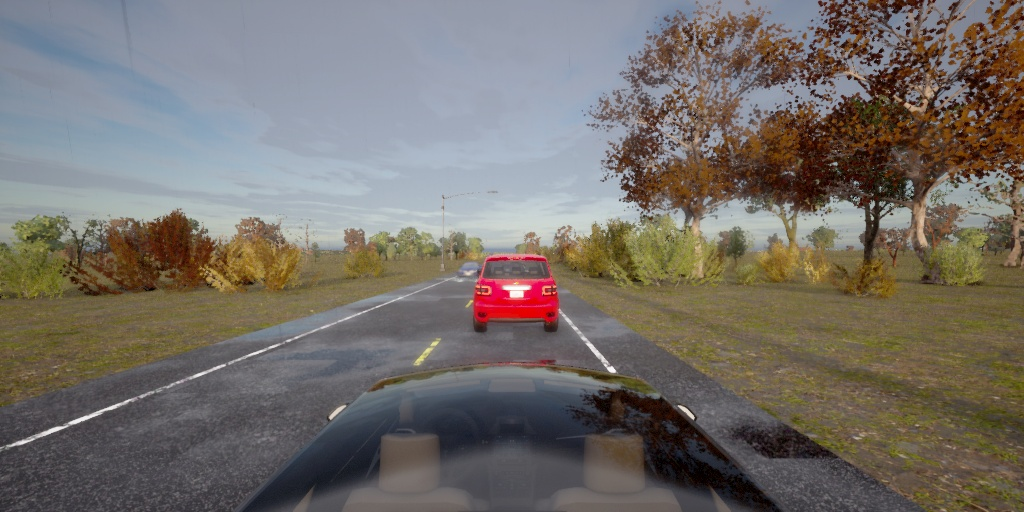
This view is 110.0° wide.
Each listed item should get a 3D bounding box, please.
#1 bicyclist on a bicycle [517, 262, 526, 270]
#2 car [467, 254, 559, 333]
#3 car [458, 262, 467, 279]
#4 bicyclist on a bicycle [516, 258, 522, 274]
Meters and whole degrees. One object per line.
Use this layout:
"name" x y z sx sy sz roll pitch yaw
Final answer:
"bicyclist on a bicycle" 0.874 1.110 30.104 0.659 1.776 1.843 0 0 0
"car" 0.083 0.968 10.925 2.150 2.045 5.566 0 0 -1
"car" -3.708 1.265 32.592 1.812 1.442 4.674 0 0 0
"bicyclist on a bicycle" 0.804 1.107 40.117 0.659 1.776 1.843 0 0 0
